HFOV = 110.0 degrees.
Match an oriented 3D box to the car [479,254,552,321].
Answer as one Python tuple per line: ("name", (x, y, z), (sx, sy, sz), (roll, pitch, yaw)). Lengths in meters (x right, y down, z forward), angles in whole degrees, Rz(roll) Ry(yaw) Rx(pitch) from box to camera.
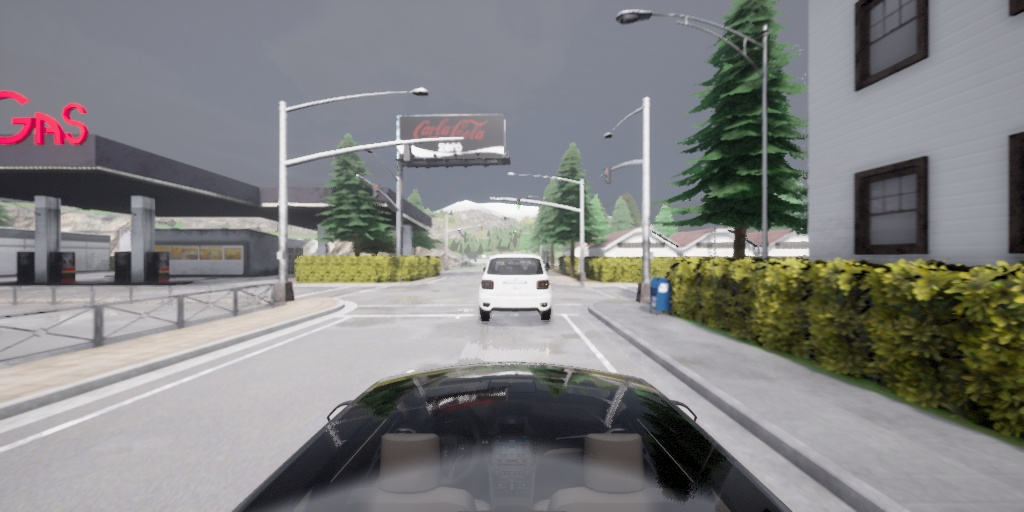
("car", (0.145, 0.958, 12.534), (2.150, 2.045, 5.566), (0, 0, 1))
